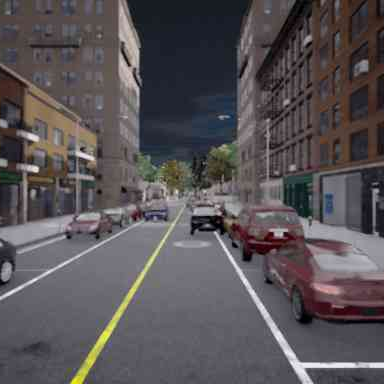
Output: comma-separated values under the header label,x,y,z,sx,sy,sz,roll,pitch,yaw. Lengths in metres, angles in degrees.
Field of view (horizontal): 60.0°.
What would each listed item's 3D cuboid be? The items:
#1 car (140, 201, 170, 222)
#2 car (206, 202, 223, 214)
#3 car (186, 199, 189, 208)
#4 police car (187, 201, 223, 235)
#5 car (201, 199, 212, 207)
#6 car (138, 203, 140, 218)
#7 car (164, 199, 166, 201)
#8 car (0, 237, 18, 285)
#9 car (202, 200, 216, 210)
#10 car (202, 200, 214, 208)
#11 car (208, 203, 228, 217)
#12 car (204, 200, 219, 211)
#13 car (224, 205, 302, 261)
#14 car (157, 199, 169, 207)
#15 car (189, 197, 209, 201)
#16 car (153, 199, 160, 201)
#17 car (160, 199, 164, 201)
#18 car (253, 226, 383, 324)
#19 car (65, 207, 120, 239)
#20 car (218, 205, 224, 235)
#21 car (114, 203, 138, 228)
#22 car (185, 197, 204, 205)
label,x,y,z,sx,sy,sz,roll,pitch,yaw
car,-2.855,1.740,28.603,2.033,1.411,5.357,0,0,0
car,2.630,1.854,40.094,1.802,1.307,4.206,0,0,0
car,-0.011,1.881,55.947,2.128,1.511,4.902,0,0,0
police car,0.822,1.560,19.981,1.930,1.638,5.238,0,0,0
car,2.625,2.002,62.167,1.947,1.339,4.313,0,0,0
car,-5.392,1.741,29.052,1.887,1.381,4.507,0,0,0
car,-5.398,1.878,50.956,1.752,1.417,4.829,0,0,0
car,-5.388,1.599,6.977,2.008,1.369,4.403,0,0,0
car,2.627,1.898,51.131,1.887,1.381,4.507,0,0,0
car,2.626,1.977,56.648,1.802,1.307,4.206,0,0,0
car,2.631,1.816,34.576,1.802,1.307,4.206,0,0,0
car,2.629,1.839,45.783,1.752,1.417,4.829,0,0,0
car,2.636,1.400,12.506,2.192,1.841,5.009,0,0,0
car,-5.400,2.019,62.164,1.802,1.307,4.206,0,0,0
car,0.818,1.699,36.061,1.801,1.575,5.366,0,0,0
car,-5.395,1.823,40.089,2.008,1.369,4.403,0,0,0
car,-5.396,1.753,45.608,1.967,1.590,4.097,0,0,0
car,2.637,1.630,6.985,1.802,1.307,4.206,0,0,0
car,-5.390,1.704,18.014,1.802,1.307,4.206,0,0,0
car,2.630,1.648,18.190,1.752,1.417,4.829,0,0,0
car,-5.391,1.710,23.533,2.008,1.369,4.403,0,0,0
car,0.615,1.820,71.047,1.882,1.535,5.008,0,0,27
